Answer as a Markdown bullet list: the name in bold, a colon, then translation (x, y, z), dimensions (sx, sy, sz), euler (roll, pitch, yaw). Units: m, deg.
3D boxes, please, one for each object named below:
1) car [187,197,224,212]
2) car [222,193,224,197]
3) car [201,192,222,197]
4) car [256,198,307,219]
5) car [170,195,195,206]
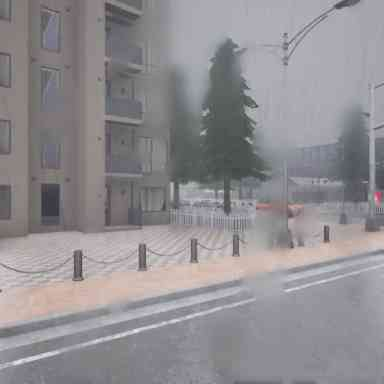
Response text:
- **car**: translation (1.823, 1.579, 37.593), dimensions (1.994, 1.385, 4.181), euler (0, 0, -37)
- **car**: translation (7.454, 1.092, 94.739), dimensions (1.905, 1.878, 3.866), euler (0, 0, -37)
- **car**: translation (5.368, 1.113, 92.674), dimensions (1.932, 1.855, 4.605), euler (0, 0, -37)
- **car**: translation (7.869, 1.367, 29.606), dimensions (2.097, 1.767, 4.553), euler (0, 0, -37)
- **car**: translation (-2.316, 1.563, 49.141), dimensions (2.033, 1.411, 5.357), euler (0, 0, -37)
